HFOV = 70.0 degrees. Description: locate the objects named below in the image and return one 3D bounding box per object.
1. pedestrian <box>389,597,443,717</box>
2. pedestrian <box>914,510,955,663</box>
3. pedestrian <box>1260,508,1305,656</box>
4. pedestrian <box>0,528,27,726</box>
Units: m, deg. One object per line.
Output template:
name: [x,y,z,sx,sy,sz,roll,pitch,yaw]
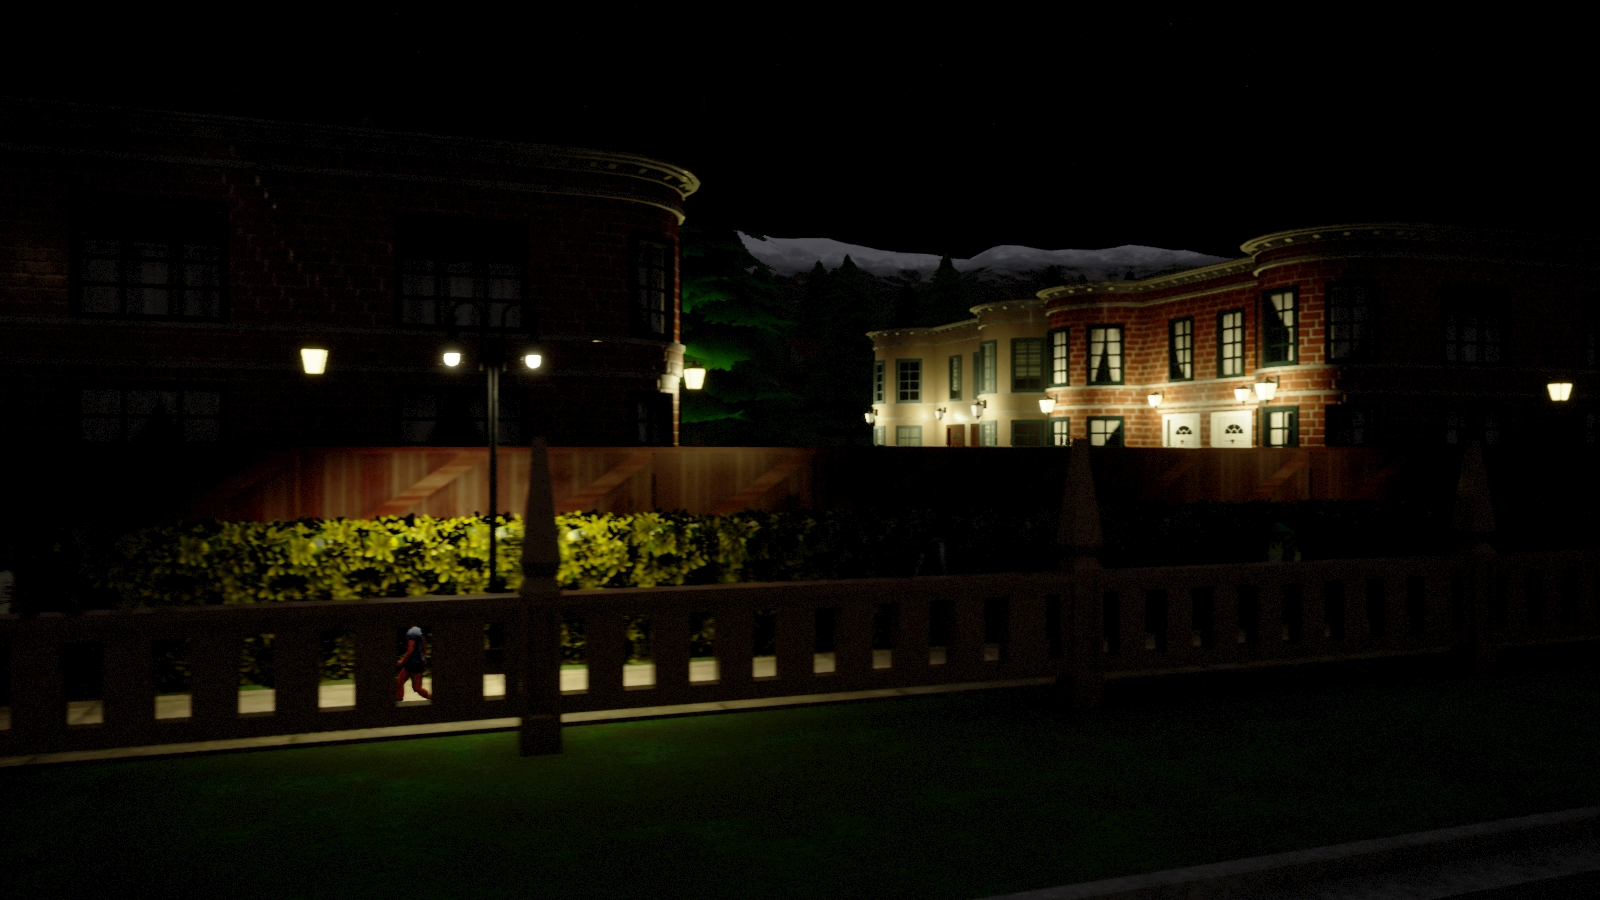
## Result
pedestrian: [-3.886,2.077,11.547,0.500,1.100,0.500,0,0,-20]
pedestrian: [1.681,1.697,14.307,0.375,1.860,0.375,0,0,-20]
pedestrian: [6.262,1.700,14.833,0.375,1.860,0.375,0,0,-19]
pedestrian: [-7.743,1.695,11.025,0.375,1.860,0.375,0,0,-17]
